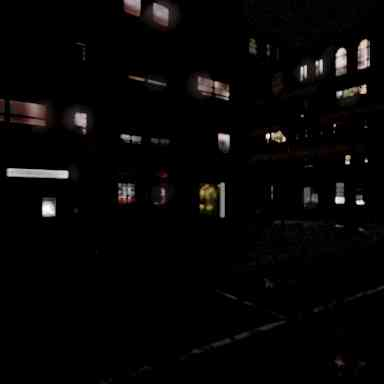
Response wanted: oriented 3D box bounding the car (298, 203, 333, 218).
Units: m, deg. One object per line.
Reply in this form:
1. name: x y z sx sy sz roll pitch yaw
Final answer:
1. car: 11.201 1.696 31.699 2.008 1.369 4.403 0 -1 -36

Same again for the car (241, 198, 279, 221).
1. car: 4.591 1.502 26.951 1.967 1.590 4.097 0 -1 -36

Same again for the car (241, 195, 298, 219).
1. car: 6.157 1.364 29.411 2.150 2.045 5.566 1 1 -36
